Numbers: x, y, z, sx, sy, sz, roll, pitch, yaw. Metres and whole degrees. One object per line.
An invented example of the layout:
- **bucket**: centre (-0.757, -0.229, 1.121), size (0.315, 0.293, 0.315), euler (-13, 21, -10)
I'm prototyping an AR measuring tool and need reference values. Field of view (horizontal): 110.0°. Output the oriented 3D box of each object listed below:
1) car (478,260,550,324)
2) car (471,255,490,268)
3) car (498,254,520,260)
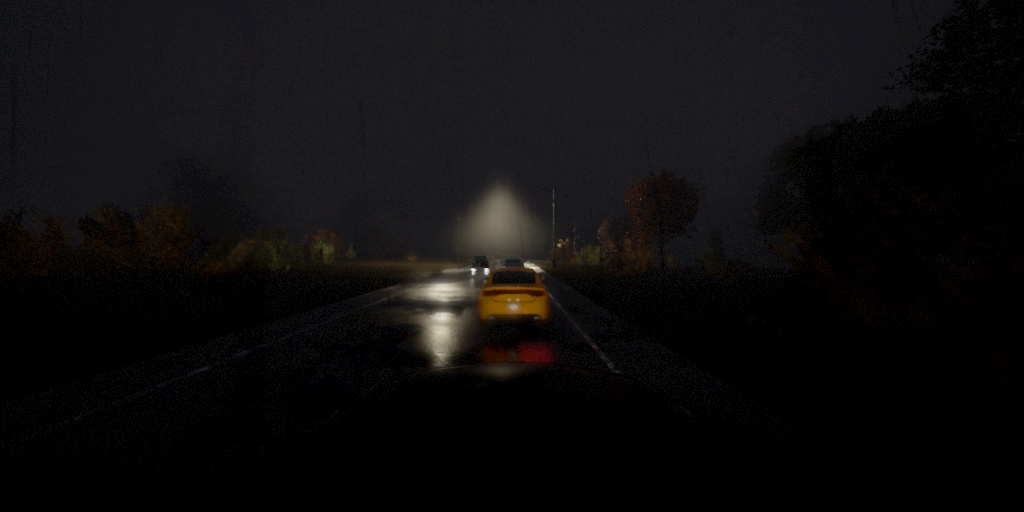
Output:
- **car**: centre (0.060, 1.074, 11.305), size (1.882, 1.535, 5.008), euler (0, 1, 0)
- **car**: centre (-3.676, 0.612, 42.405), size (1.837, 1.490, 4.892), euler (0, 1, 0)
- **car**: centre (0.031, 0.845, 28.723), size (1.812, 1.442, 4.674), euler (0, 1, 0)
